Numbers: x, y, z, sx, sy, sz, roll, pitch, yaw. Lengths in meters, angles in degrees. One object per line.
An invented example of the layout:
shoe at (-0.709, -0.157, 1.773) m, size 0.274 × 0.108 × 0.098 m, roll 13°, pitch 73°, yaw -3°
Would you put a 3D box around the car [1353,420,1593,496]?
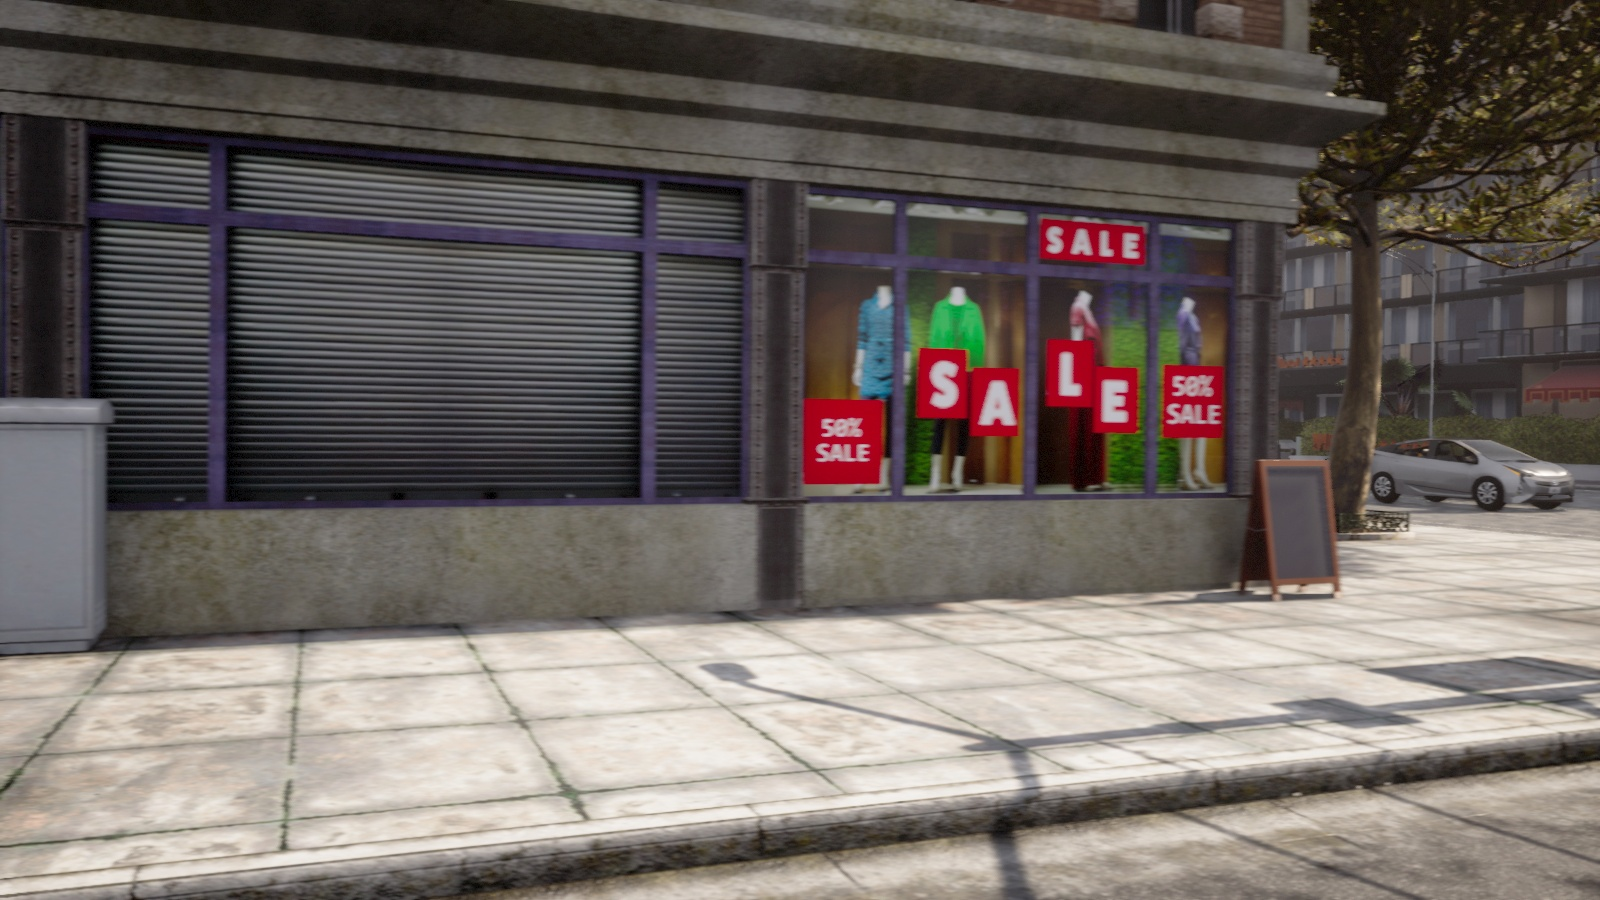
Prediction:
car at (14.896, 0.127, 28.102) m, size 2.007 × 1.525 × 4.514 m, roll -1°, pitch 1°, yaw -21°
